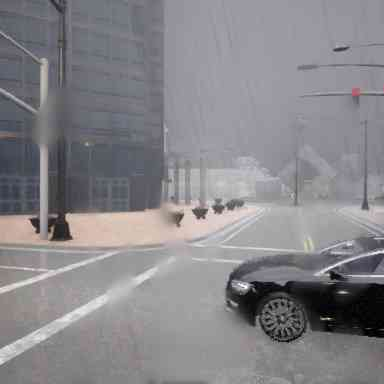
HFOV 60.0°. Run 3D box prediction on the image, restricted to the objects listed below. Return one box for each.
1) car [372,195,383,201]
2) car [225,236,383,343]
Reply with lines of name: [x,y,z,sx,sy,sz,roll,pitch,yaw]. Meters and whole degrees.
car: [45.494,1.458,79.695,1.994,1.385,4.181,0,0,-29]
car: [3.005,1.486,5.321,4.902,1.511,2.128,0,0,17]
